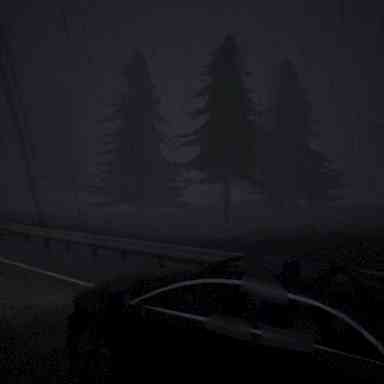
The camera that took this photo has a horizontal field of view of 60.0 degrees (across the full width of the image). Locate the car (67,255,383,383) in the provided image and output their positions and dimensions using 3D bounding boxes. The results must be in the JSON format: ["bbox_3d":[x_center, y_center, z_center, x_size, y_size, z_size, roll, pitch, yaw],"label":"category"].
[{"bbox_3d":[0.615,1.482,3.626,4.902,1.511,2.128,1,0,36],"label":"car"}]
